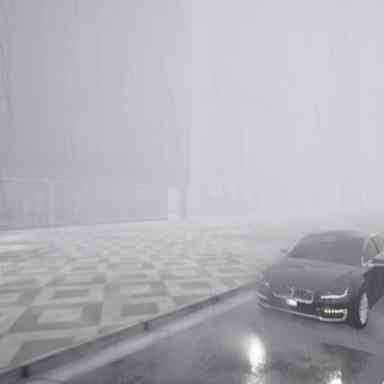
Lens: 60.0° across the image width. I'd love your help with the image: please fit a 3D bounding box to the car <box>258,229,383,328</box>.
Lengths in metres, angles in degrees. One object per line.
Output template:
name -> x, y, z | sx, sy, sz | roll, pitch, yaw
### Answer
car -> 3.288, 1.646, 7.478 | 1.837, 1.490, 4.892 | -1, -1, 41
